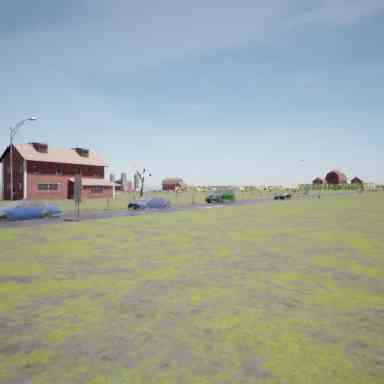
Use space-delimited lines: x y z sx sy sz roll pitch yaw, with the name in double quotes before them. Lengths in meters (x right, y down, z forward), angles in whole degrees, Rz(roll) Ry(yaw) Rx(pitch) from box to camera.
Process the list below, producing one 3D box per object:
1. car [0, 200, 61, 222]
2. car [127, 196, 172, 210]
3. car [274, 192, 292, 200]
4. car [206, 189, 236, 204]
"car" -12.480 1.326 24.490 2.033 1.411 5.357 1 1 37
"car" -4.397 1.124 35.623 2.033 1.411 5.357 1 1 36
"car" 16.271 0.729 59.204 1.895 1.301 4.718 1 1 36
"car" 4.152 0.581 47.398 2.150 2.045 5.566 1 1 36
